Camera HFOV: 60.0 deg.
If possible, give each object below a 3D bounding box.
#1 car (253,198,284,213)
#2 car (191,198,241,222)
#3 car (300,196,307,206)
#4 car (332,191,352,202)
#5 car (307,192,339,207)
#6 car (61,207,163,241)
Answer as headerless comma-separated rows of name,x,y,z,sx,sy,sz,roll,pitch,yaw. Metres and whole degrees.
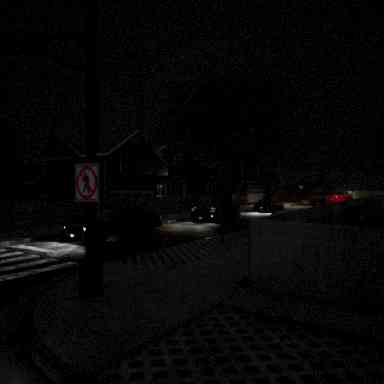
car,7.715,1.313,33.425,1.994,1.385,4.181,0,1,34
car,1.823,1.187,24.689,2.097,1.767,4.553,0,1,34
car,16.543,1.182,46.152,1.812,1.442,4.674,0,1,36
car,21.892,0.801,48.705,2.150,2.045,5.566,0,1,38
car,16.044,1.145,40.542,1.882,1.535,5.008,0,1,35
car,-3.684,1.460,16.486,2.033,1.411,5.357,0,1,33
